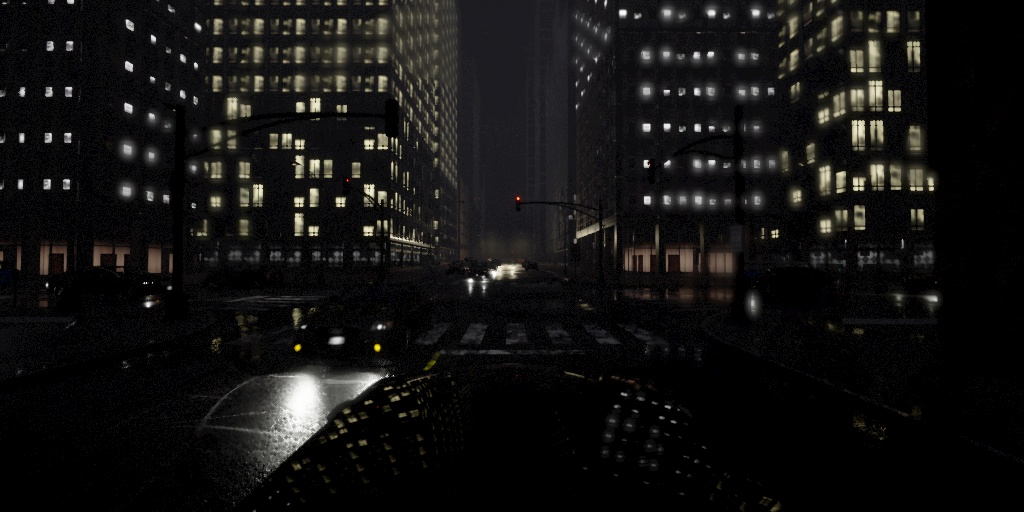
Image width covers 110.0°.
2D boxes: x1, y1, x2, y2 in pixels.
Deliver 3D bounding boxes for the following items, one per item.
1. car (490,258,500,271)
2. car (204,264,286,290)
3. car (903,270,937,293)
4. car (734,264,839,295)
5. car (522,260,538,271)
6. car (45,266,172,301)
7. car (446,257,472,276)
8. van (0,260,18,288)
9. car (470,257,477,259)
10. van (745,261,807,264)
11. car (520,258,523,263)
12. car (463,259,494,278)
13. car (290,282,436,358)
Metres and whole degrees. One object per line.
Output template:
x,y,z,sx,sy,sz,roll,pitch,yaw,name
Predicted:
-3.111,1.369,49.728,1.895,1.301,4.718,0,0,0,car
-16.499,1.255,22.163,4.097,1.591,1.967,0,0,0,car
24.348,1.313,19.503,5.008,1.535,1.882,0,-1,0,car
14.868,1.321,19.526,4.892,1.490,1.837,0,-1,0,car
2.677,1.350,48.817,1.802,1.307,4.207,0,0,0,car
-18.092,1.191,16.391,4.902,1.511,2.128,0,-1,0,car
-5.701,1.203,37.602,1.967,1.591,4.097,0,0,0,car
-33.444,1.132,22.195,3.998,1.789,1.690,0,0,0,van
-5.704,1.082,48.753,2.192,1.841,5.009,0,0,0,car
15.975,1.210,22.098,3.998,1.789,1.690,0,0,0,van
2.674,1.298,60.143,1.751,1.417,4.829,0,0,0,car
-3.112,1.309,34.523,2.033,1.411,5.357,0,0,0,car
-3.103,1.316,8.347,1.994,1.385,4.181,0,0,0,car
